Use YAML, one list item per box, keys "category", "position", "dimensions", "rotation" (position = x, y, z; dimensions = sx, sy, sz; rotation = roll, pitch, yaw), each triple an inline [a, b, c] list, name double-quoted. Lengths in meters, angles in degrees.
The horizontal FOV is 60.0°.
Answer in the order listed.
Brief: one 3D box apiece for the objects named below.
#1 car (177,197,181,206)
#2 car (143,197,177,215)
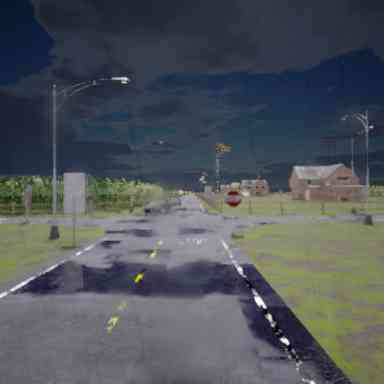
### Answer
- category: "car"
  position: [-2.723, 1.562, 52.989]
  dimensions: [1.994, 1.385, 4.181]
  rotation: [0, 1, 0]
- category: "car"
  position: [-3.354, 1.500, 34.183]
  dimensions: [1.882, 1.535, 5.008]
  rotation: [0, 1, 12]
